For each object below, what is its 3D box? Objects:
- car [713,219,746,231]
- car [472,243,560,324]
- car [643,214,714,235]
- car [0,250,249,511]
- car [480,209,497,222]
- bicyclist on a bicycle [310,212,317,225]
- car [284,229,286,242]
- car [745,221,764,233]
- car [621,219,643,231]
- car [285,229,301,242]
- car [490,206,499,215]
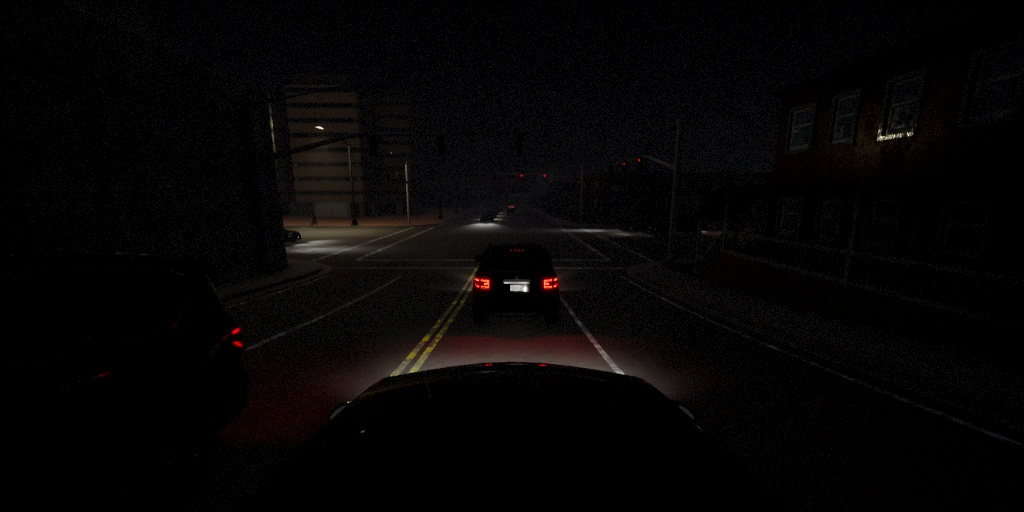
[{"bbox_3d":[23.840,-3.558,40.128,4.674,1.442,1.812,0,10,0],"label":"car"},{"bbox_3d":[0.065,0.603,10.723,2.150,2.045,5.566,0,4,-1],"label":"car"},{"bbox_3d":[16.885,-3.273,36.644,5.566,2.045,2.150,0,10,0],"label":"car"},{"bbox_3d":[-3.583,0.981,1.120,2.150,2.045,5.566,0,0,-1],"label":"car"},{"bbox_3d":[-3.714,-5.874,54.102,1.895,1.301,4.718,0,10,0],"label":"car"},{"bbox_3d":[-25.366,-4.779,45.839,0.582,1.620,1.656,0,10,0],"label":"bicyclist on a bicycle"},{"bbox_3d":[-19.906,-1.229,26.168,4.902,1.511,2.128,0,10,0],"label":"car"},{"bbox_3d":[27.053,-2.967,36.678,4.674,1.442,1.812,0,10,0],"label":"car"},{"bbox_3d":[14.763,-3.491,40.170,4.718,1.301,1.895,0,10,0],"label":"car"},{"bbox_3d":[-20.099,-1.803,29.612,4.892,1.490,1.837,0,10,0],"label":"car"},{"bbox_3d":[-3.709,-7.442,62.849,1.812,1.442,4.674,0,10,0],"label":"car"}]
